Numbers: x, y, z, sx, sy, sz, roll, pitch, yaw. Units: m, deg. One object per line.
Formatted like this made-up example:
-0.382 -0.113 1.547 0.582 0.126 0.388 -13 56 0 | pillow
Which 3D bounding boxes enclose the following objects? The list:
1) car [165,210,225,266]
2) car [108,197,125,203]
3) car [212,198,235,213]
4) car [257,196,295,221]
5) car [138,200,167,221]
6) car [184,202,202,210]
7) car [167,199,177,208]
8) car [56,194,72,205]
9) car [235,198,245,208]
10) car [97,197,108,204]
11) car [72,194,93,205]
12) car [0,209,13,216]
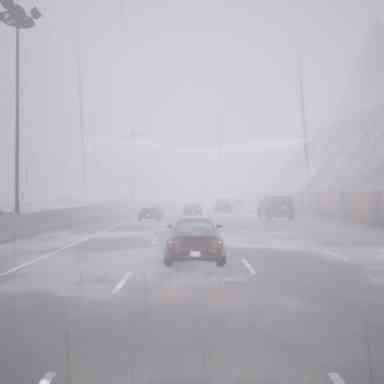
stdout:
0.092 1.575 11.627 1.812 1.442 4.674 0 0 0 | car
-14.046 1.740 63.515 1.882 1.535 5.008 0 0 0 | car
3.578 1.518 39.997 2.097 1.767 4.553 0 0 0 | car
7.081 1.340 28.411 2.150 2.045 5.566 0 0 0 | car
-3.415 1.645 28.343 1.812 1.442 4.674 0 0 0 | car
0.080 1.748 35.094 1.895 1.301 4.718 0 0 0 | car
-3.431 1.825 53.534 1.895 1.301 4.718 0 0 0 | car
-24.537 1.473 65.169 2.150 2.045 5.566 0 0 0 | car
7.071 1.721 52.153 1.837 1.490 4.892 0 0 0 | car
-17.538 1.758 66.385 1.994 1.385 4.181 0 0 0 | car
-21.037 1.473 65.209 2.150 2.045 5.566 0 0 0 | car
-14.110 1.698 22.279 1.895 1.301 4.718 0 0 0 | car
